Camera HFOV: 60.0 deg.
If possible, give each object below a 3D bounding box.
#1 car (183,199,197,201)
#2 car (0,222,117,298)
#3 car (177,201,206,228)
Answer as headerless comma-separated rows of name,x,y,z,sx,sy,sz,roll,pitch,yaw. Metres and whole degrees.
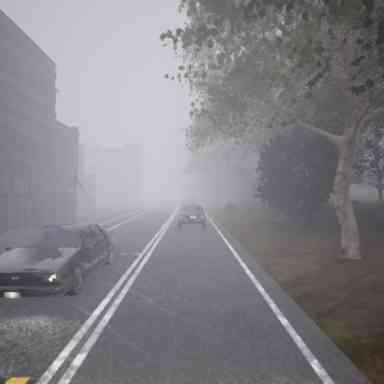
car,-0.294,1.526,42.852,1.994,1.385,4.181,0,0,-1
car,-3.387,1.550,8.911,2.033,1.411,5.357,0,0,0
car,-0.016,1.544,22.298,2.033,1.411,5.357,0,0,0
